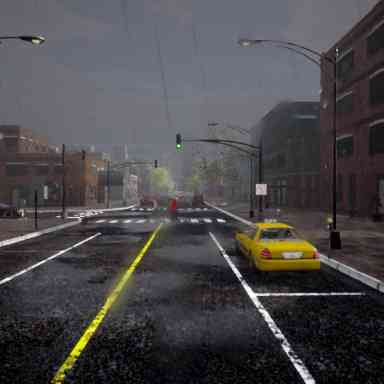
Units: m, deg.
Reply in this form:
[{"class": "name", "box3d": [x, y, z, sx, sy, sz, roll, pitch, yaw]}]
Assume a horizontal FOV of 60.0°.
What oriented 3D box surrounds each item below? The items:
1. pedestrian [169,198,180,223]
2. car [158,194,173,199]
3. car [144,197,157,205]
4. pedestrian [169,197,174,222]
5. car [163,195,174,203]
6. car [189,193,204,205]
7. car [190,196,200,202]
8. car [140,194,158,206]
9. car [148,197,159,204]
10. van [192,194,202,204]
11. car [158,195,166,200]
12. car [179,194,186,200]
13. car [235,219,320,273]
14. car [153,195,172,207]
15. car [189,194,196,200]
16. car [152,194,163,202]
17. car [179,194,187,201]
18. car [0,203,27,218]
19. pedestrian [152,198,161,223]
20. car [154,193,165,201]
[{"class": "pedestrian", "box3d": [-1.216, 1.290, 23.570, 0.375, 1.860, 0.375, -1, 1, -2]}, {"class": "car", "box3d": [-4.731, 1.465, 61.001, 1.882, 1.535, 5.008, 0, 0, -1]}, {"class": "car", "box3d": [-7.308, 1.533, 59.221, 1.887, 1.381, 4.507, -1, 0, -2]}, {"class": "pedestrian", "box3d": [-1.524, 1.290, 24.904, 0.375, 1.860, 0.375, -1, 1, -2]}, {"class": "car", "box3d": [-4.943, 1.510, 71.130, 2.128, 1.511, 4.902, 0, 0, -2]}, {"class": "car", "box3d": [1.067, 1.303, 59.450, 2.192, 1.841, 5.009, -1, 0, -2]}, {"class": "car", "box3d": [0.615, 1.535, 76.076, 2.008, 1.369, 4.403, -1, 0, -2]}, {"class": "car", "box3d": [-7.158, 1.304, 53.679, 2.192, 1.841, 5.009, -1, 0, -2]}, {"class": "car", "box3d": [-7.460, 1.569, 64.763, 1.802, 1.307, 4.206, -1, 0, -2]}, {"class": "van", "box3d": [0.916, 1.328, 64.992, 1.690, 1.788, 3.998, -1, 0, -2]}, {"class": "car", "box3d": [-8.217, 1.524, 92.472, 1.887, 1.381, 4.507, -1, 0, -2]}, {"class": "car", "box3d": [-2.461, 1.354, 90.225, 1.882, 1.535, 5.008, 0, 0, -2]}, {"class": "car", "box3d": [2.408, 1.524, 10.501, 1.752, 1.417, 4.829, -1, 0, -2]}, {"class": "car", "box3d": [-4.490, 1.554, 51.203, 1.994, 1.385, 4.181, 0, 0, -2]}, {"class": "car", "box3d": [0.159, 1.419, 92.701, 1.967, 1.590, 4.097, -1, 0, -2]}, {"class": "car", "box3d": [-7.766, 1.299, 75.847, 2.192, 1.841, 5.009, -1, 0, -2]}, {"class": "car", "box3d": [-2.178, 1.504, 79.813, 2.128, 1.511, 4.902, 0, 0, -2]}, {"class": "car", "box3d": [-19.069, 1.794, 32.367, 5.357, 1.411, 2.033, -1, 1, -2]}, {"class": "pedestrian", "box3d": [-2.668, 1.297, 24.270, 0.375, 1.860, 0.375, -1, 1, -2]}, {"class": "car", "box3d": [-7.916, 1.297, 81.389, 2.192, 1.841, 5.009, -1, 0, -2]}]
